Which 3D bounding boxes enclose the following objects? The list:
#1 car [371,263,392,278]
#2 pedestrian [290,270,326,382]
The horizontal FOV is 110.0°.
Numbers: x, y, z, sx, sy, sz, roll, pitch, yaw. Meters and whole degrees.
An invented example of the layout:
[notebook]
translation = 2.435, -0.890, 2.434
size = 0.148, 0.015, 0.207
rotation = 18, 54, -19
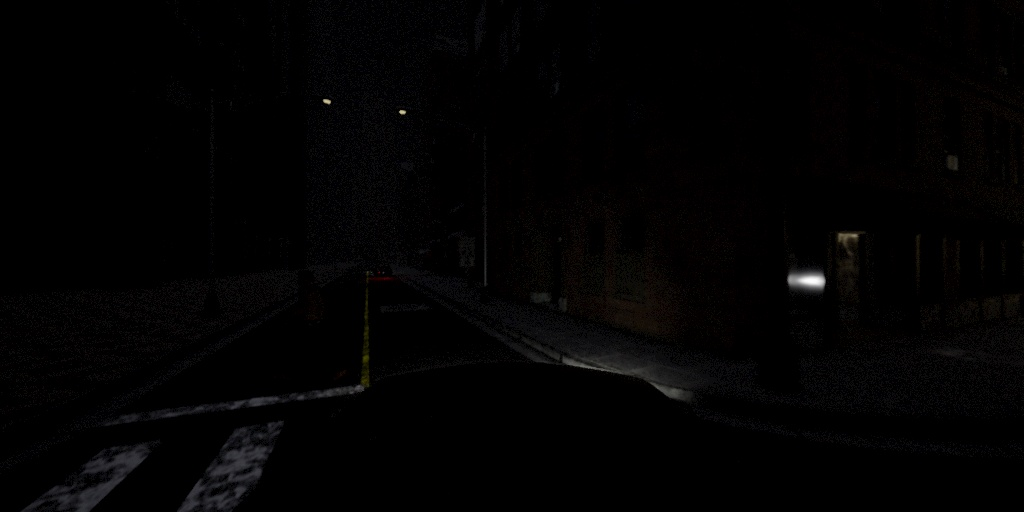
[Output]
[car]
translation = -14.254, 1.562, 39.547
size = 2.128, 1.511, 4.902
rotation = 0, 0, -22
[pedestrian]
translation = -3.228, 1.085, 5.698
size = 0.375, 1.860, 0.375
rotation = 0, 0, -22
